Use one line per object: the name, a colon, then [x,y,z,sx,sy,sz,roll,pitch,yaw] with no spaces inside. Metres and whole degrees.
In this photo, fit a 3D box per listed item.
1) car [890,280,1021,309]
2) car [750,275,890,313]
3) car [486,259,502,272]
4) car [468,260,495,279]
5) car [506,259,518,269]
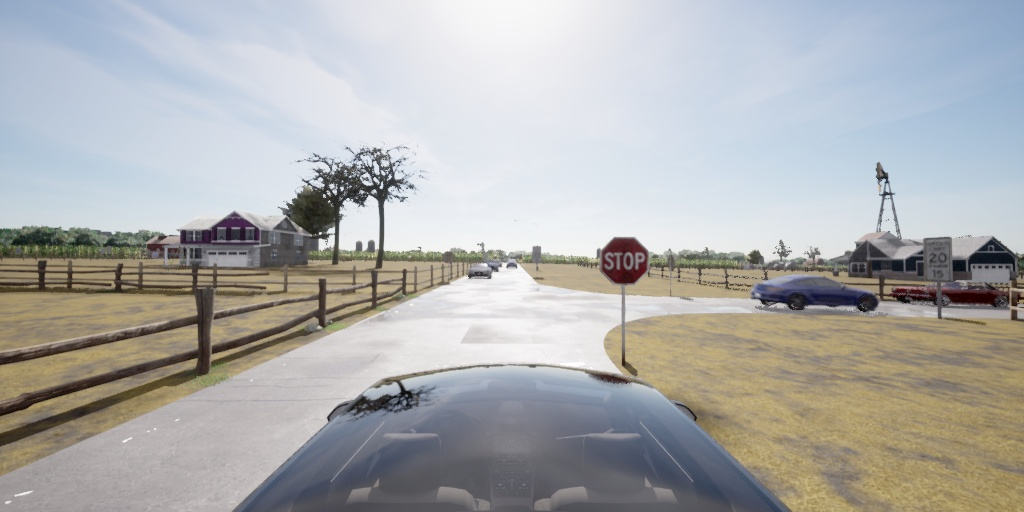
car: [22.402,1.893,18.283,4.718,1.301,1.895,1,-1,0]
car: [12.843,1.562,15.393,4.674,1.442,1.812,1,-1,0]
car: [-2.853,1.196,48.124,2.097,1.767,4.553,0,0,0]
car: [-2.856,1.355,32.801,1.994,1.385,4.181,0,0,0]
car: [-0.013,1.434,62.401,1.812,1.442,4.674,0,0,0]
